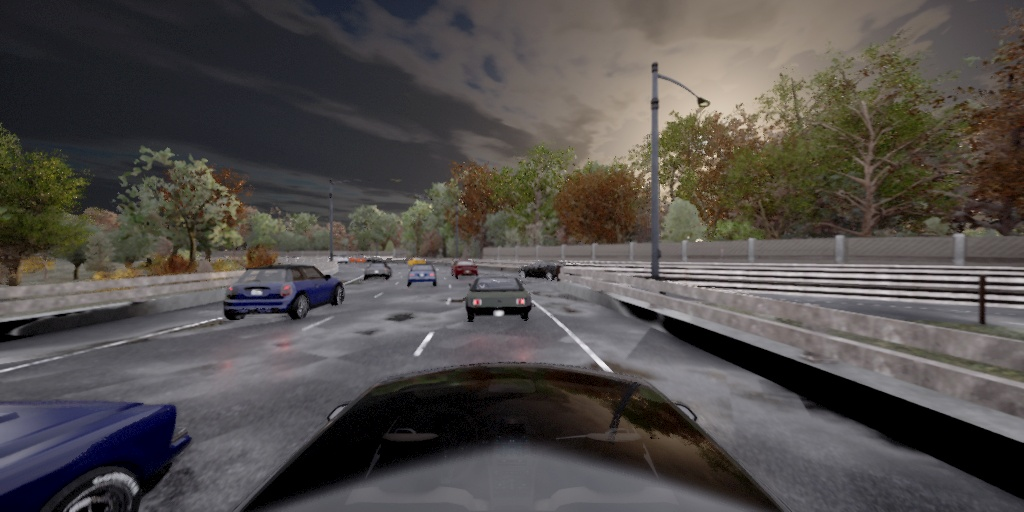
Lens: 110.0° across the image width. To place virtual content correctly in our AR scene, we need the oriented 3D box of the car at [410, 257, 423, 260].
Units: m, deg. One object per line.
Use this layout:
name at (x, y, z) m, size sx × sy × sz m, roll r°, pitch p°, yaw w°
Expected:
car at (-15.369, 0.966, 57.557) m, size 1.882 × 1.535 × 5.008 m, roll 0°, pitch 0°, yaw -29°

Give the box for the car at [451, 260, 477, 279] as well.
car at (-4.203, 1.080, 31.185) m, size 1.882 × 1.535 × 5.008 m, roll 0°, pitch 0°, yaw -15°

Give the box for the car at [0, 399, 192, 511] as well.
car at (-3.537, 1.369, 0.706) m, size 1.895 × 1.301 × 4.718 m, roll 0°, pitch 0°, yaw 1°

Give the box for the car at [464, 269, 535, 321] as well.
car at (-0.546, 1.295, 12.199) m, size 1.895 × 1.301 × 4.718 m, roll 0°, pitch 0°, yaw -5°

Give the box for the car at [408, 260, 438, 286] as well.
car at (-6.032, 1.195, 24.282) m, size 2.033 × 1.411 × 5.357 m, roll 0°, pitch 0°, yaw -13°

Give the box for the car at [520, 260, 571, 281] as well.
car at (2.590, 1.072, 27.859) m, size 1.882 × 1.535 × 5.008 m, roll -1°, pitch 1°, yaw -38°

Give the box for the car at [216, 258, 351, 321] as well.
car at (-7.665, 1.069, 12.595) m, size 2.097 × 1.767 × 4.553 m, roll 0°, pitch 0°, yaw -6°

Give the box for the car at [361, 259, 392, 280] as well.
car at (-11.148, 1.196, 30.002) m, size 1.994 × 1.385 × 4.181 m, roll 0°, pitch 0°, yaw -16°
